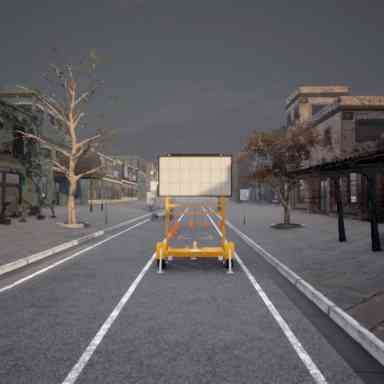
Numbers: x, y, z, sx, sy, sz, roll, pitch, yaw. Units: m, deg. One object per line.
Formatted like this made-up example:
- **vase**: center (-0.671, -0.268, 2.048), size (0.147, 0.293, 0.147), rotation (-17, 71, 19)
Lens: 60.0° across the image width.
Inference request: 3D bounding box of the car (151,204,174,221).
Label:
- **car**: center (-2.686, 1.884, 31.174), size (2.128, 1.511, 4.902), rotation (0, -1, 1)

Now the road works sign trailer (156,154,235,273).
- **road works sign trailer**: center (0.108, 0.552, 10.922), size (2.380, 3.560, 2.880), rotation (0, -1, 1)
